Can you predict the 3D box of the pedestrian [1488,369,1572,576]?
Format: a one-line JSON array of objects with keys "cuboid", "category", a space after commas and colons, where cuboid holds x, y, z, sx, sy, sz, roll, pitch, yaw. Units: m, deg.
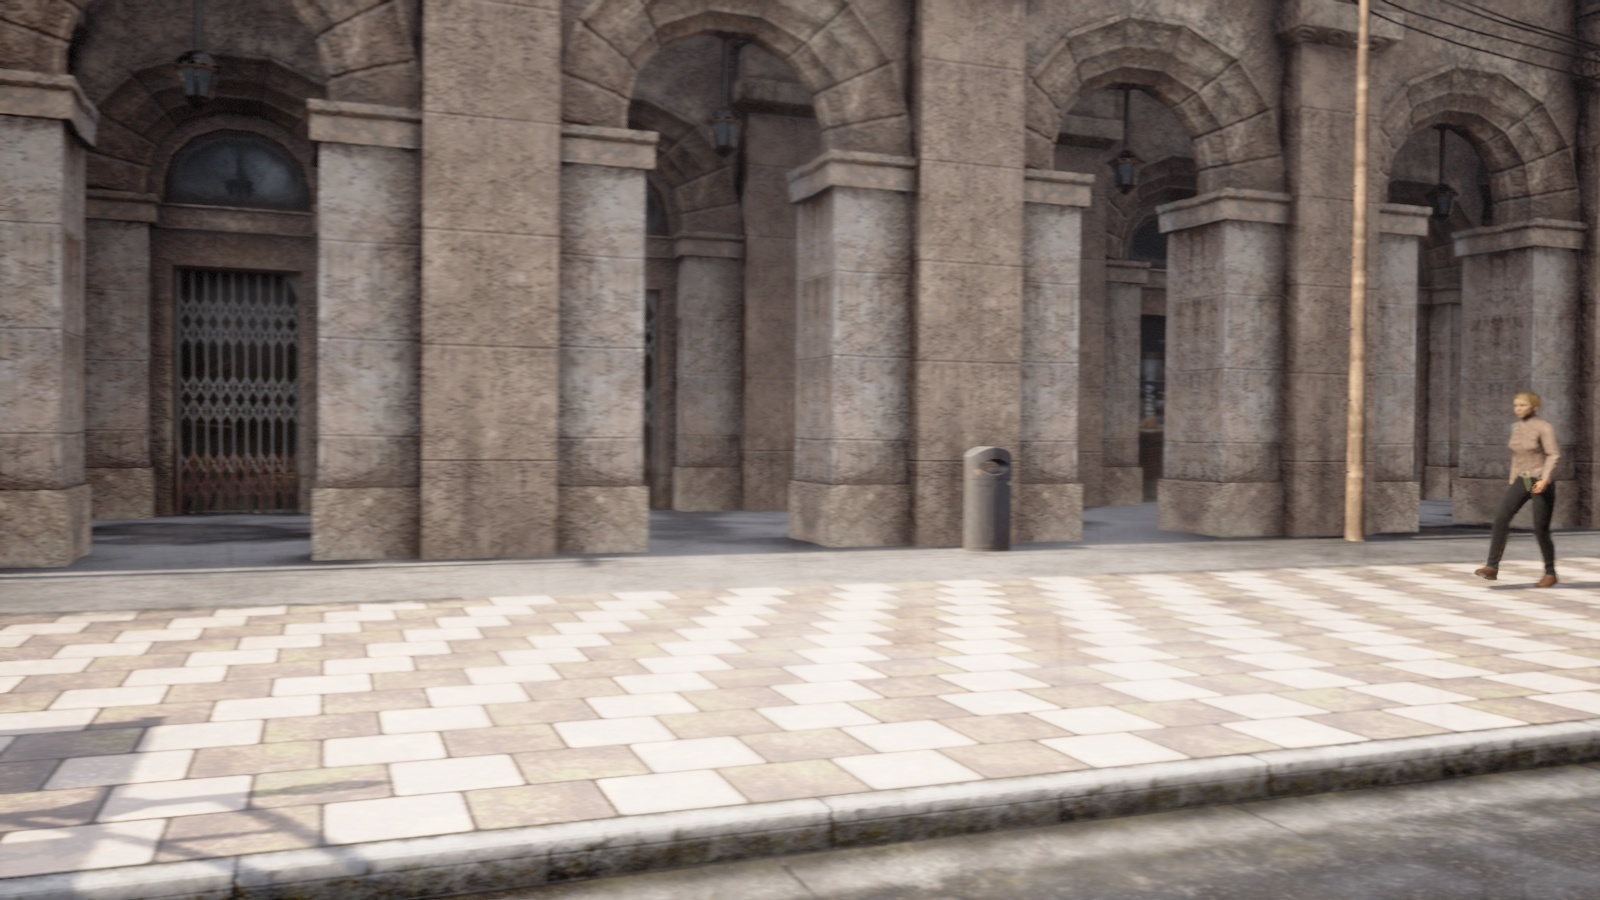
[{"cuboid": [6.680, 0.195, 11.490, 0.634, 1.846, 0.331, -1, 1, -20], "category": "pedestrian"}]
